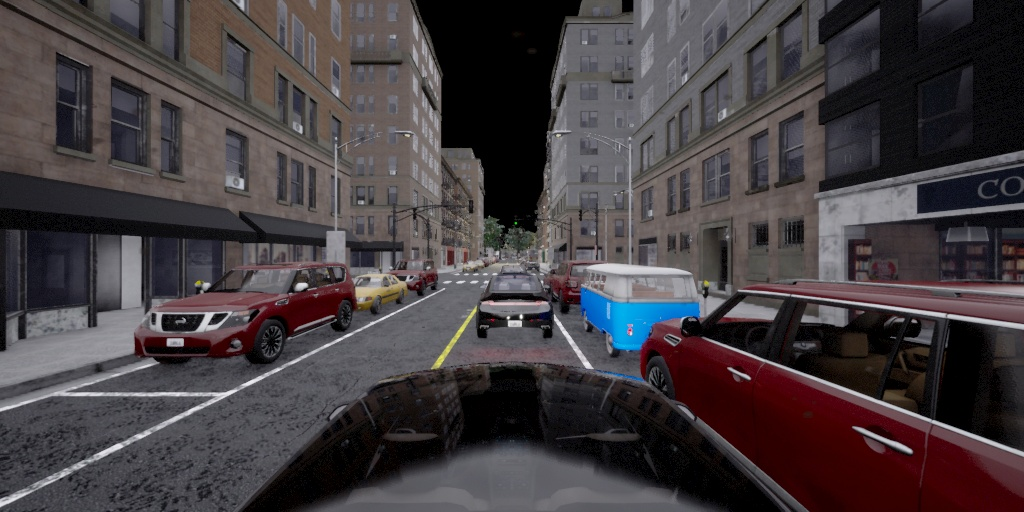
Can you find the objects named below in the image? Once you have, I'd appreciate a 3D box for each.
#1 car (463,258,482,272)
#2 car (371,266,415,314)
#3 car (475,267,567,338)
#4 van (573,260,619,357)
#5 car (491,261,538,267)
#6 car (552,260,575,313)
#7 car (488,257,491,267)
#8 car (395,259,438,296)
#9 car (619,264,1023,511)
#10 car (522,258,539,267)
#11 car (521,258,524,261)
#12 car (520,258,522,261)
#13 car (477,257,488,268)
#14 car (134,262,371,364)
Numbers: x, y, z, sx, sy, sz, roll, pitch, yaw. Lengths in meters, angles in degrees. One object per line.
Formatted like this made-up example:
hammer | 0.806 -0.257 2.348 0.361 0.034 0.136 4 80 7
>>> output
car | -5.371 1.280 46.451 1.751 1.417 4.829 0 0 0
car | -5.388 1.277 13.765 1.751 1.417 4.829 0 0 0
car | 0.081 1.243 10.122 2.128 1.511 4.902 0 0 0
van | 2.644 1.092 8.247 1.690 1.789 3.998 0 0 0
car | 0.095 1.244 20.444 2.128 1.511 4.902 0 0 0
car | 2.650 1.066 13.926 2.192 1.841 5.009 0 0 0
car | -5.348 1.073 63.067 2.192 1.841 5.009 0 0 0
car | -5.383 1.067 19.614 2.192 1.841 5.009 0 0 0
car | 2.638 1.065 2.568 2.192 1.841 5.009 0 0 0
car | 2.683 1.305 46.613 2.007 1.370 4.403 0 0 0
car | 2.688 1.301 52.095 1.888 1.381 4.507 0 0 0
car | 2.694 1.307 57.577 2.007 1.370 4.403 0 0 0
car | -5.356 1.282 57.415 1.751 1.417 4.829 0 0 0
car | -5.393 1.066 8.257 2.192 1.841 5.009 0 0 0
